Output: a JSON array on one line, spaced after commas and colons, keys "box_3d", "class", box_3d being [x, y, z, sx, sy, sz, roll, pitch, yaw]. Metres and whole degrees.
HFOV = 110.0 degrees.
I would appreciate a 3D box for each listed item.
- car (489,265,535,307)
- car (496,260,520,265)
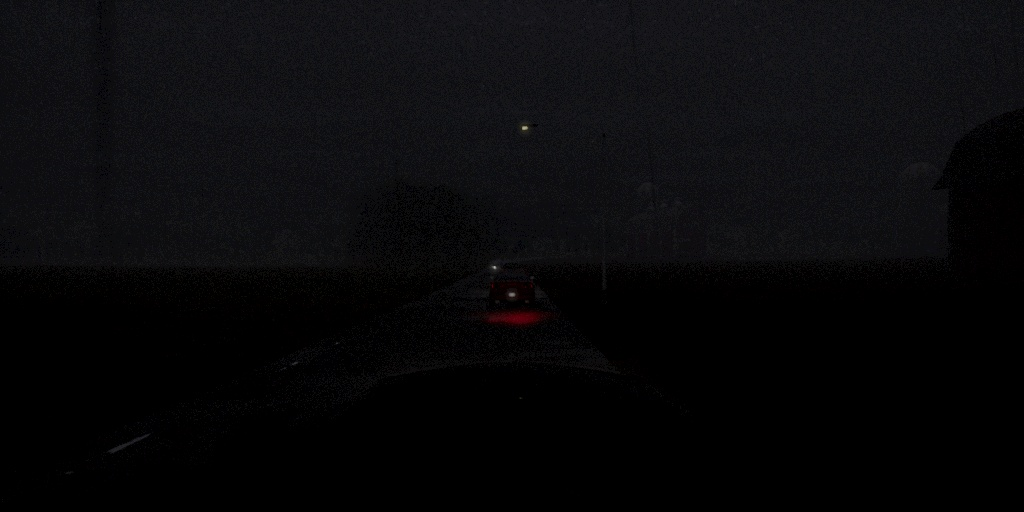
[{"box_3d": [0.009, 1.350, 16.327, 1.882, 1.535, 5.008, 0, 0, 0], "class": "car"}, {"box_3d": [0.009, 1.300, 30.911, 2.097, 1.767, 4.553, 0, 0, 0], "class": "car"}]
